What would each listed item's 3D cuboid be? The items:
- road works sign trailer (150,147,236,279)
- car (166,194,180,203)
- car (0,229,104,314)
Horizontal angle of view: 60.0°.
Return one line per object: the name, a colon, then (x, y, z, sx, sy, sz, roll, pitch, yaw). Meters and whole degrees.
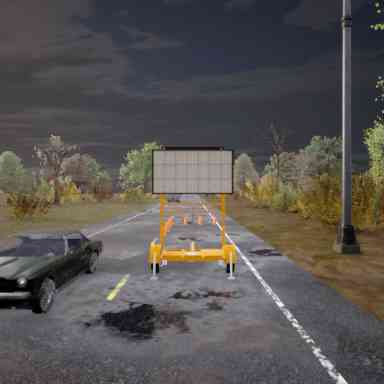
road works sign trailer: (0.023, 0.464, 9.989, 2.380, 3.560, 2.880, 0, 0, 0)
car: (-3.367, 1.170, 60.200, 2.150, 2.045, 5.566, 0, 0, 0)
car: (-3.583, 1.601, 7.745, 1.895, 1.301, 4.718, 0, 0, 0)
